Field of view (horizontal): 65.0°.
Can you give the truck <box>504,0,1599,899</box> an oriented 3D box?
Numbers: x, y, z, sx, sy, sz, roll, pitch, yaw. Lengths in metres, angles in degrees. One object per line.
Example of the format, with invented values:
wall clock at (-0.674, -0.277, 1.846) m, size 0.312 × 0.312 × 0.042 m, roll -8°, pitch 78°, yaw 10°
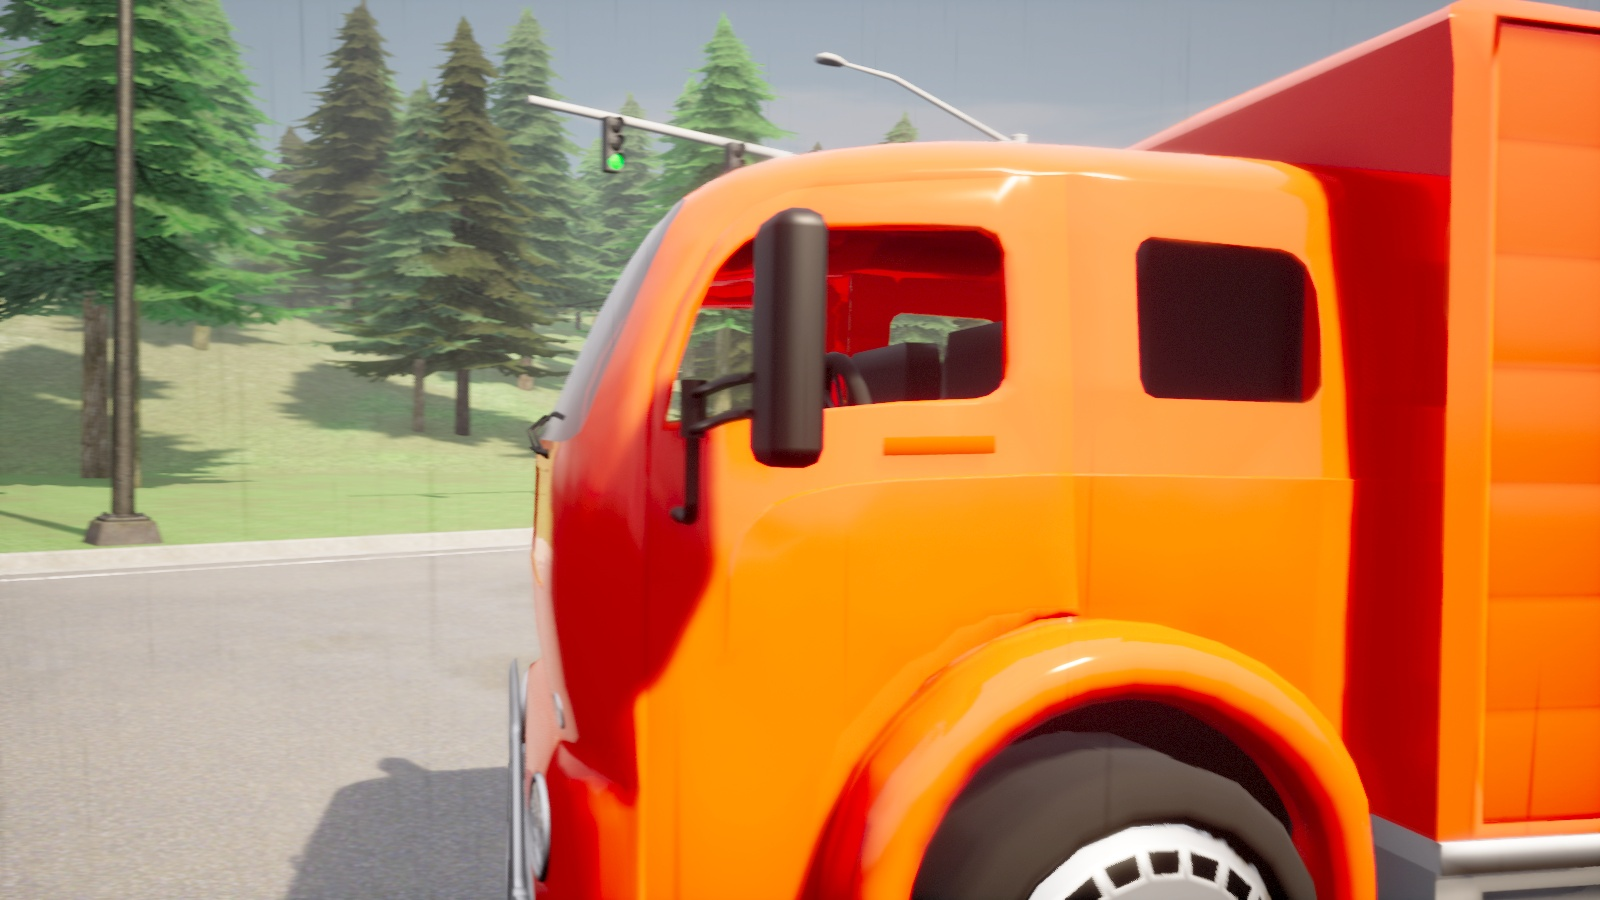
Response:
truck at (1.812, 0.240, 3.703) m, size 5.204 × 2.467 × 2.627 m, roll 0°, pitch 1°, yaw -14°
